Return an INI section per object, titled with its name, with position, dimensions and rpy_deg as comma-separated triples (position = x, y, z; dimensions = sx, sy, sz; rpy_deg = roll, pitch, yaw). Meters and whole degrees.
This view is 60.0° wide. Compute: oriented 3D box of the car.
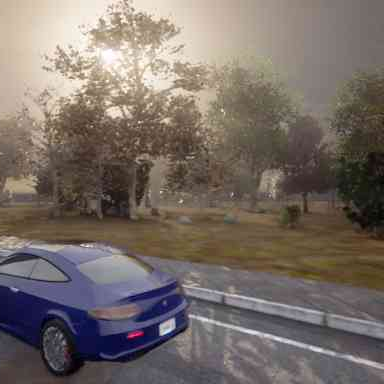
[car]
position = -2.197, 1.525, 5.495
dimensions = 4.674, 1.442, 1.812
rpy_deg = 0, 0, 35
